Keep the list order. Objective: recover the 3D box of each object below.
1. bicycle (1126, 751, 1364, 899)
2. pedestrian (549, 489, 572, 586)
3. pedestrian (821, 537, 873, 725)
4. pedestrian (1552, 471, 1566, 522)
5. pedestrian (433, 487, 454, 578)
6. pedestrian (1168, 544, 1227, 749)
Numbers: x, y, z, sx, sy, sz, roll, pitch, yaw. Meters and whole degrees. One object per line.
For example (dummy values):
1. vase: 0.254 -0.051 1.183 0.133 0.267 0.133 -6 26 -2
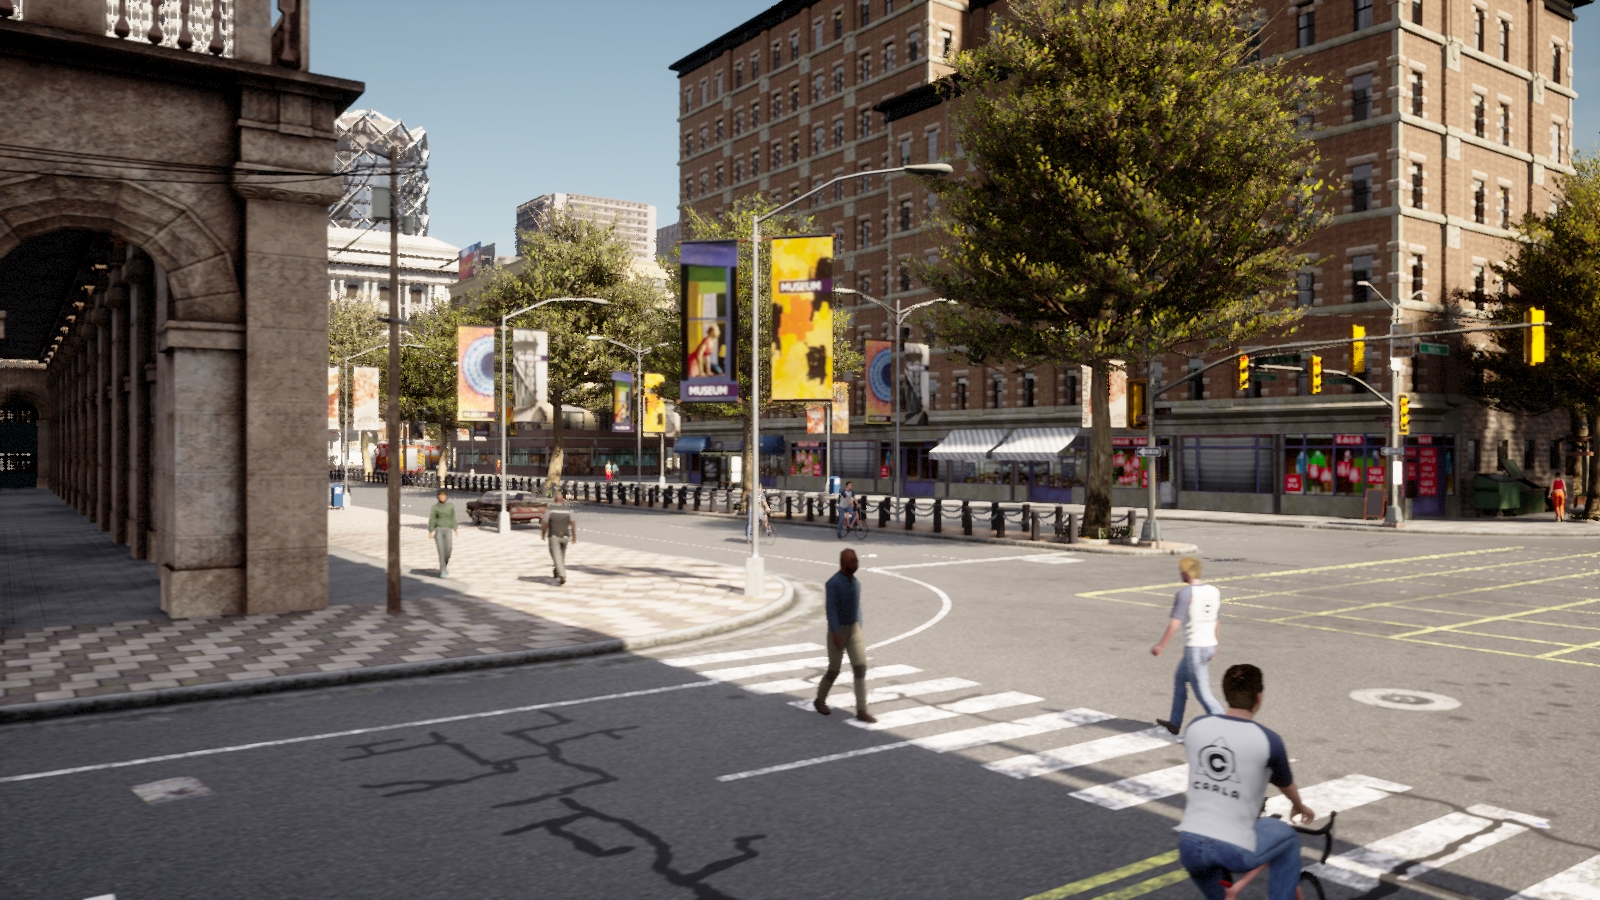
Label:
1. bicycle: 2.158 2.206 5.433 1.643 1.196 0.373 1 0 -43
2. pedestrian: -4.684 1.697 22.356 0.375 1.860 0.375 0 0 -23
3. pedestrian: 0.485 1.849 11.788 0.375 1.860 0.375 0 0 -37
4. pedestrian: 27.706 1.697 41.720 0.375 1.860 0.375 0 0 26
5. pedestrian: -7.371 1.697 23.604 0.375 1.860 0.375 0 0 -23
6. pedestrian: 3.781 1.848 10.872 0.375 1.860 0.375 0 0 -35
